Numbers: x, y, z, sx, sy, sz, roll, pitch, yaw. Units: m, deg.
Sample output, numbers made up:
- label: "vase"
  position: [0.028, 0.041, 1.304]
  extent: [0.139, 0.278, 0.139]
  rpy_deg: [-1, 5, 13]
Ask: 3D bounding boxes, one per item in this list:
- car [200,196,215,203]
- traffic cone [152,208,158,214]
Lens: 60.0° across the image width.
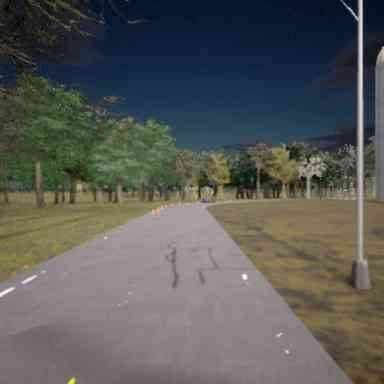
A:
- label: "car"
  position: [3.226, 1.596, 68.011]
  extent: [1.994, 1.385, 4.181]
  rpy_deg: [0, 0, 25]
- label: "traffic cone"
  position: [-3.859, 1.916, 33.123]
  extent: [0.340, 0.580, 0.340]
  rpy_deg: [0, 0, 0]
